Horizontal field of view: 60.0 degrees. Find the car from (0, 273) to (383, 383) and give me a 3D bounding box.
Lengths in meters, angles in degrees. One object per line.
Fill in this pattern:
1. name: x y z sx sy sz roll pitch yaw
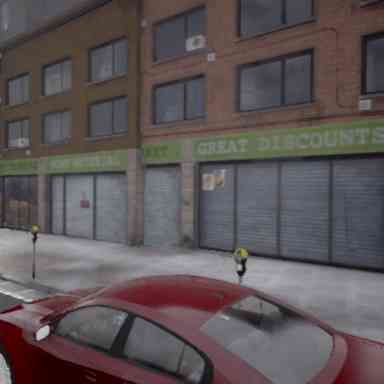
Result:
1. car: -0.374 1.544 3.337 4.507 1.381 1.887 0 1 35
